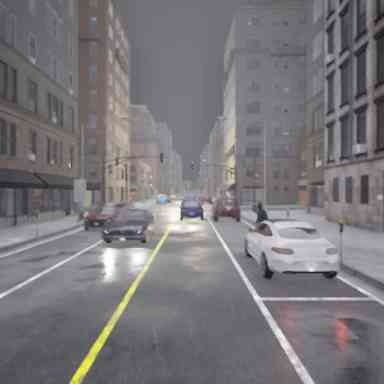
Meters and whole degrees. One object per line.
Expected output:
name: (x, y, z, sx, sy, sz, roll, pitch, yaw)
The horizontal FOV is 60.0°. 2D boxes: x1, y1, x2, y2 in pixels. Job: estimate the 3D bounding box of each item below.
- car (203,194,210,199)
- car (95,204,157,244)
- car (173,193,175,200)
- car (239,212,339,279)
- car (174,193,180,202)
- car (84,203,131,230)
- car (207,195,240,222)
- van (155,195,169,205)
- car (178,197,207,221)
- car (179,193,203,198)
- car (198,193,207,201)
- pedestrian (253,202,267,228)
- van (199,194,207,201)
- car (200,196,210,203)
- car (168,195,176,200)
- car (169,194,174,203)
car: (2.709, 1.308, 63.829, 2.192, 1.841, 5.009, 0, 0, 0)
car: (-2.843, 1.549, 16.224, 2.033, 1.411, 5.357, 0, 0, 0)
car: (-5.399, 1.535, 74.640, 1.887, 1.381, 4.507, 0, 0, 0)
car: (2.750, 1.527, 9.973, 1.812, 1.442, 4.674, 0, 0, 0)
car: (-2.745, 1.345, 78.470, 2.097, 1.767, 4.553, 0, 0, 0)
car: (-5.387, 1.546, 20.947, 1.887, 1.381, 4.507, 0, 0, 0)
car: (2.638, 1.315, 26.458, 2.192, 1.841, 5.009, 0, 0, 0)
van: (-5.404, 1.336, 58.422, 1.690, 1.788, 3.998, 0, 0, 0)
car: (-0.003, 1.478, 27.607, 1.882, 1.535, 5.008, 0, 0, 0)
car: (-0.075, 1.347, 47.225, 2.097, 1.767, 4.553, 0, 0, 7)
car: (2.690, 1.302, 85.454, 2.192, 1.841, 5.009, 0, 0, 0)
pedestrian: (2.678, 1.295, 12.791, 0.375, 1.860, 0.375, 0, 0, -14)
van: (2.695, 1.330, 80.047, 1.690, 1.788, 3.998, 0, 0, 0)
car: (2.704, 1.542, 69.235, 2.008, 1.369, 4.403, 0, 0, 0)
car: (-5.393, 1.511, 90.690, 1.752, 1.417, 4.829, 0, 0, 0)
car: (-5.401, 1.558, 69.234, 1.947, 1.339, 4.313, 0, 0, 0)
